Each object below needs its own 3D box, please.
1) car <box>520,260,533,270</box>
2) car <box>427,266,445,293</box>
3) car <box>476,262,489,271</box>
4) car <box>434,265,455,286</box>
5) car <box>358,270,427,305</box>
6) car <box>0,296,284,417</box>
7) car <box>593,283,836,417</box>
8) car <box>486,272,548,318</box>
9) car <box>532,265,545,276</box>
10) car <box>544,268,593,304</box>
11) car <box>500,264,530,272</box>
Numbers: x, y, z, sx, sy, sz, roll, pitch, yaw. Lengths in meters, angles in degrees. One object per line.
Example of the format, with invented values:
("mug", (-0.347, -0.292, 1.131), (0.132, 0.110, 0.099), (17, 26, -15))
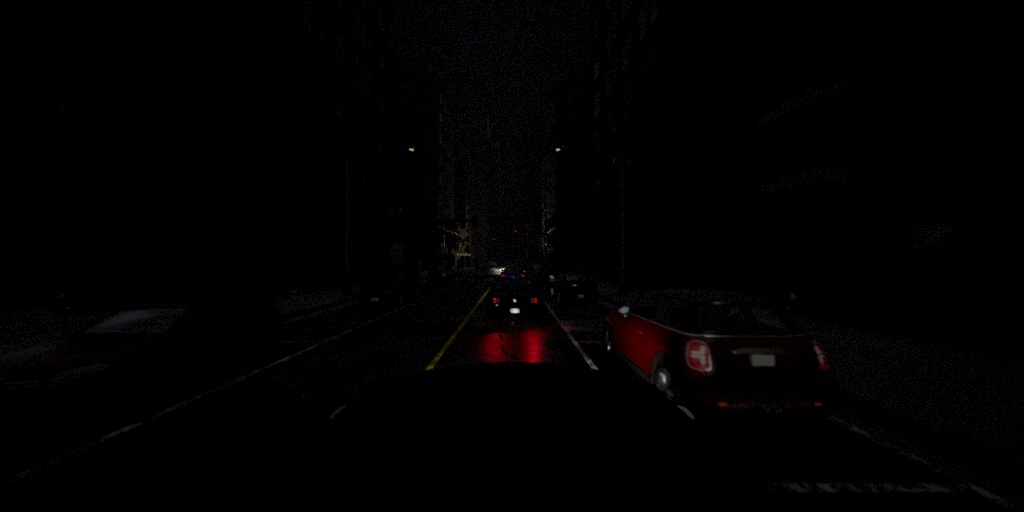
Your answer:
("car", (2.888, 1.804, 65.098), (1.967, 1.591, 4.097), (0, 0, 0))
("car", (-5.670, 1.521, 22.510), (1.802, 1.307, 4.207), (0, 0, 0))
("car", (-5.637, 1.946, 65.111), (1.802, 1.307, 4.207), (0, 0, 0))
("car", (-5.670, 1.430, 28.011), (1.967, 1.591, 4.097), (0, 0, 0))
("car", (-5.669, 1.454, 17.009), (1.948, 1.339, 4.313), (0, 0, 0))
("car", (-5.669, 1.370, 6.007), (1.802, 1.307, 4.207), (0, 0, 0))
("car", (2.857, 1.229, 6.007), (1.967, 1.591, 4.097), (0, 0, 0))
("car", (0.098, 1.458, 13.558), (1.895, 1.301, 4.718), (0, 0, 0))
("car", (2.855, 1.556, 28.011), (1.948, 1.339, 4.313), (0, 0, 0))
("car", (2.856, 1.440, 17.009), (2.007, 1.370, 4.403), (0, 0, 0))
("car", (0.096, 1.549, 27.391), (1.994, 1.385, 4.181), (0, -1, 0))
